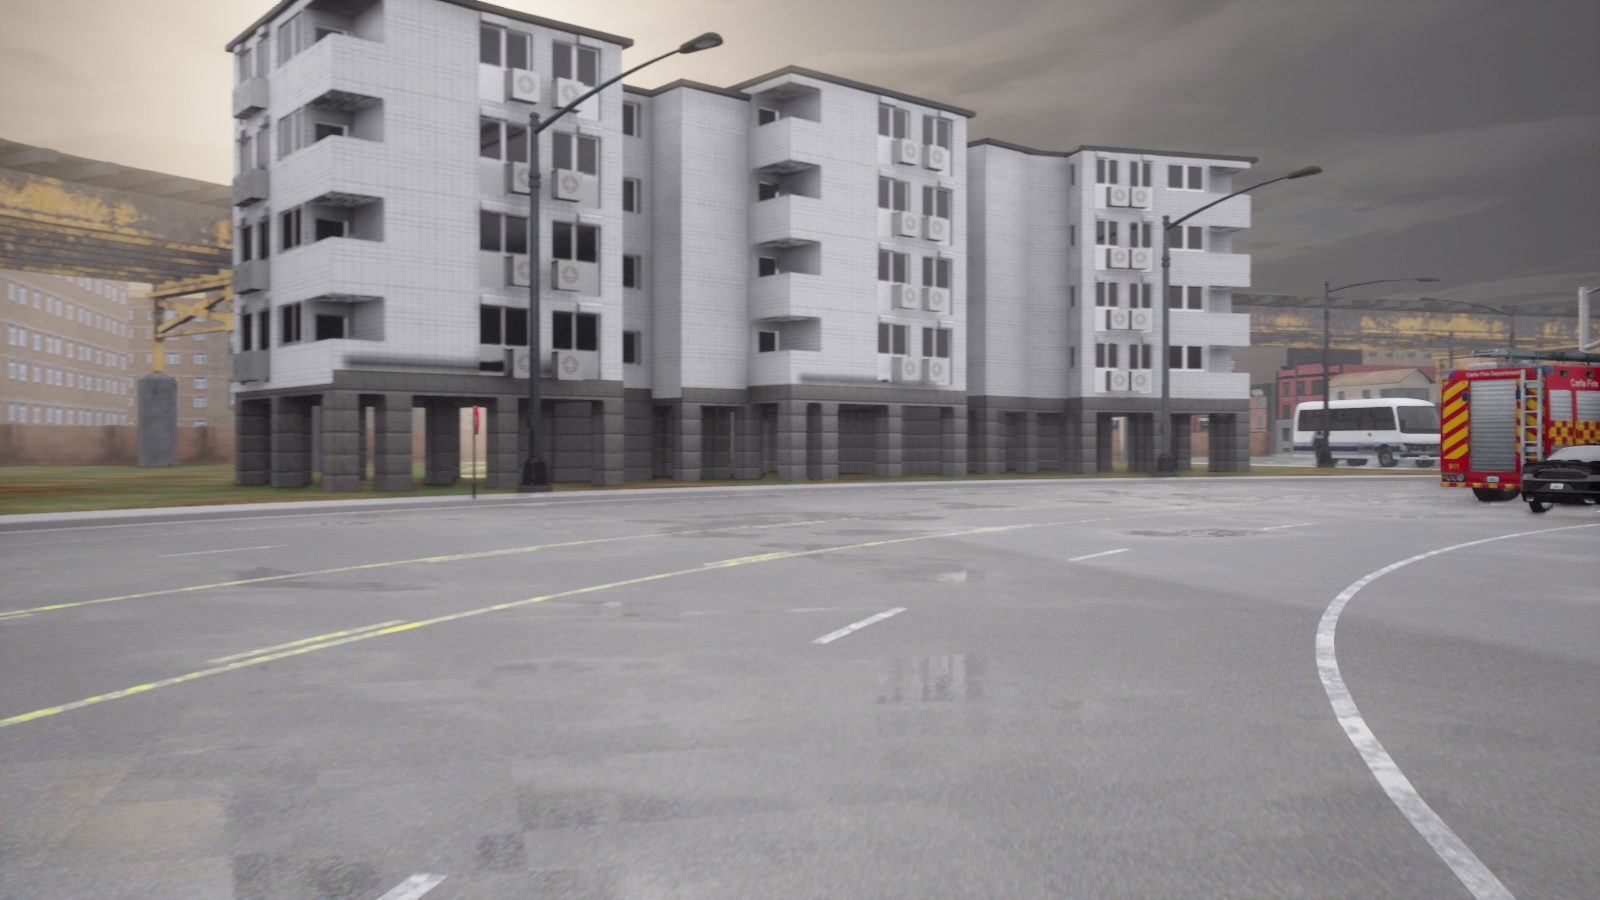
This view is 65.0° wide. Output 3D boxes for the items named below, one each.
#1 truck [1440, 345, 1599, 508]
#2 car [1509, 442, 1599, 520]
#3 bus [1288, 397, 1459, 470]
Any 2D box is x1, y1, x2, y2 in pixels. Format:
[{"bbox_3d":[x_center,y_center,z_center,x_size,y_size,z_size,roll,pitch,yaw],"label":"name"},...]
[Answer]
[{"bbox_3d":[20.767,-0.558,32.640,8.468,3.827,2.891,0,0,-27],"label":"truck"},{"bbox_3d":[17.540,0.608,27.023,5.008,1.535,1.882,0,0,-33],"label":"car"},{"bbox_3d":[35.417,-0.997,78.194,3.944,4.253,10.273,0,0,-16],"label":"bus"}]
